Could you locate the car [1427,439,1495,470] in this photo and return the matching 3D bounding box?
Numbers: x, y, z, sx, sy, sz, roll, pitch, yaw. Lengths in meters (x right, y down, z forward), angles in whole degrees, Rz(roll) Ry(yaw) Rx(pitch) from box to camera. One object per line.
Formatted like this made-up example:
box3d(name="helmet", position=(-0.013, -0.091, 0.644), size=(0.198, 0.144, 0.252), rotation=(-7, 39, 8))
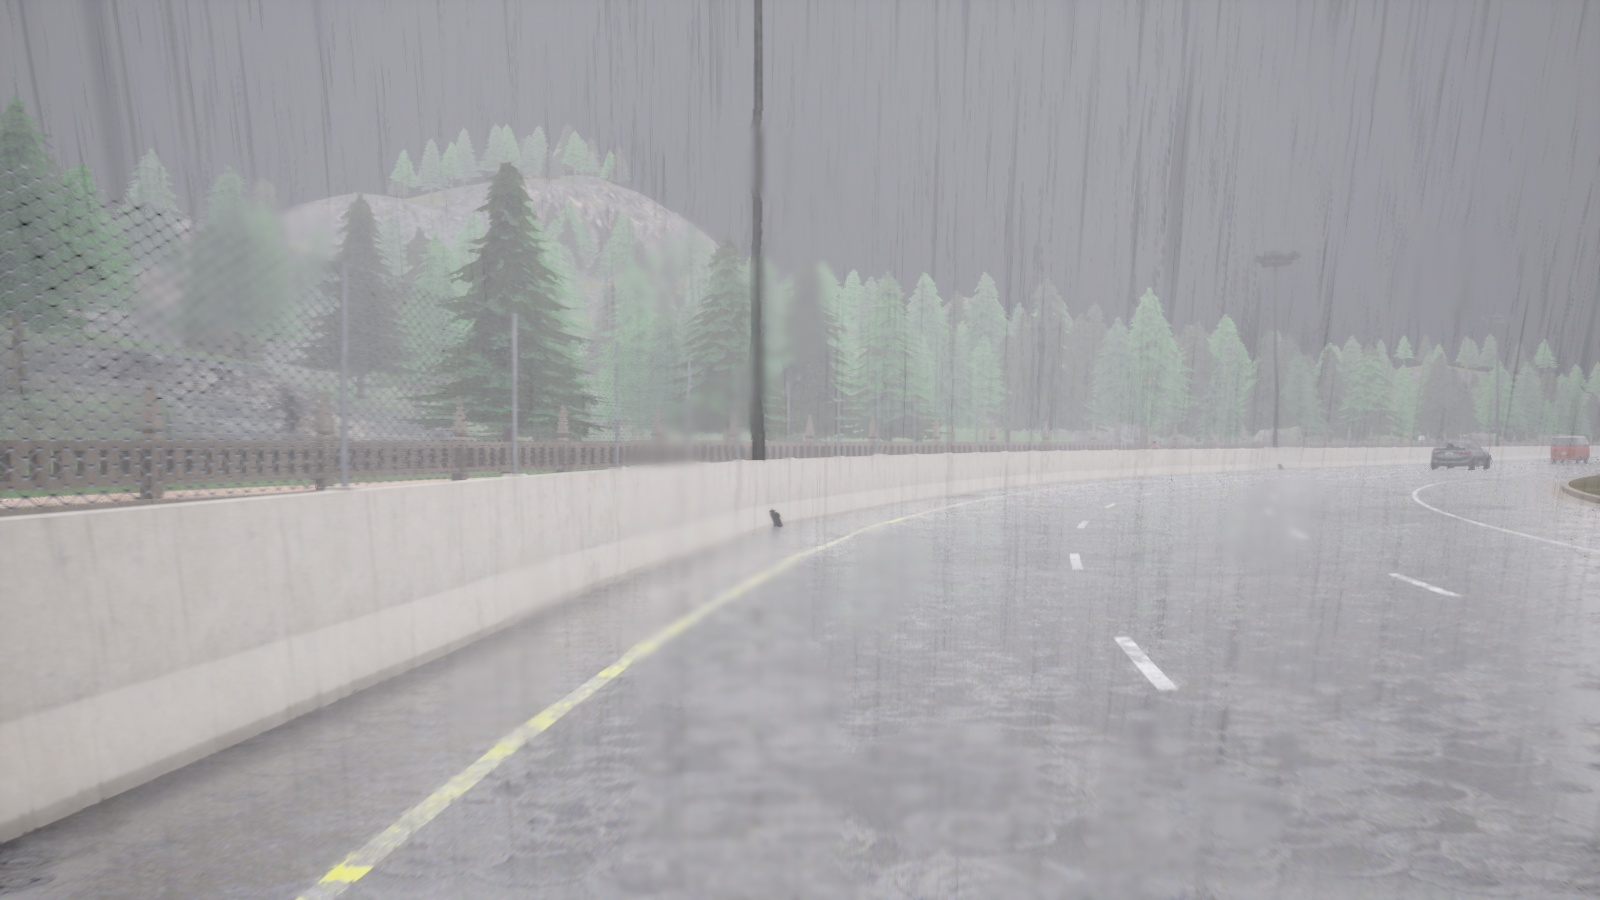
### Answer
box3d(name="car", position=(36.880, 0.248, 69.999), size=(2.242, 1.667, 4.611), rotation=(0, 0, 42))
